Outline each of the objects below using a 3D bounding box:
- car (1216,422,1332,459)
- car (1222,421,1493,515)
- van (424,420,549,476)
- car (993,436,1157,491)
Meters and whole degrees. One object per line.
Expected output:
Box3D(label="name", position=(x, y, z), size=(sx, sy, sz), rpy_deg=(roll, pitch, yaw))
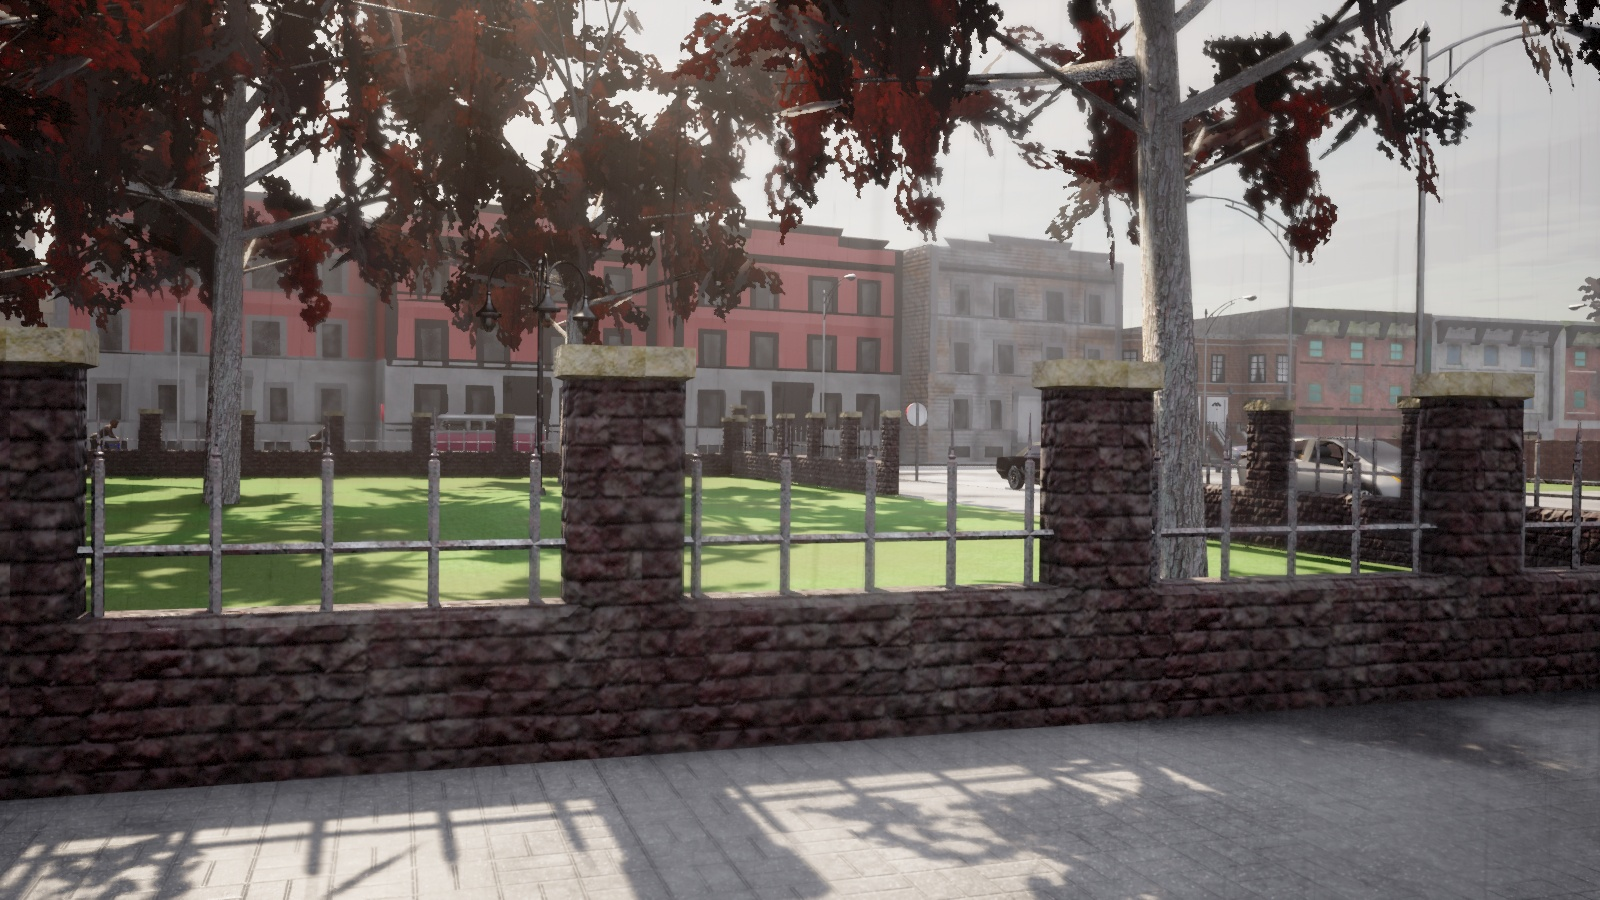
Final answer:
Box3D(label="car", position=(22.012, -0.459, 58.345), size=(4.856, 1.649, 2.033), rpy_deg=(-1, 1, -18))
Box3D(label="car", position=(10.067, 0.260, 23.108), size=(2.007, 1.525, 4.514), rpy_deg=(-1, 1, -20))
Box3D(label="van", position=(-11.819, -0.092, 47.373), size=(4.442, 1.987, 1.775), rpy_deg=(-1, 1, -18))
Box3D(label="car", position=(6.994, 0.294, 32.525), size=(1.895, 1.301, 4.718), rpy_deg=(-1, 1, -20))
